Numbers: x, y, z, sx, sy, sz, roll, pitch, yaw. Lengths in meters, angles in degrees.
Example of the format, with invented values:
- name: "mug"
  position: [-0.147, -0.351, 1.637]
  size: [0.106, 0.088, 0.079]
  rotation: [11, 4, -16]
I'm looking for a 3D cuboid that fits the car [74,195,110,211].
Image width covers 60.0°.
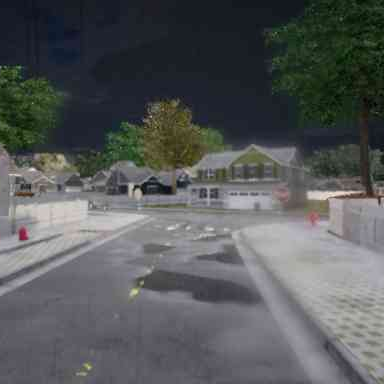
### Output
- name: "car"
  position: [-10.968, 1.114, 35.880]
  size: [4.553, 1.767, 2.097]
  rotation: [0, 0, 34]
